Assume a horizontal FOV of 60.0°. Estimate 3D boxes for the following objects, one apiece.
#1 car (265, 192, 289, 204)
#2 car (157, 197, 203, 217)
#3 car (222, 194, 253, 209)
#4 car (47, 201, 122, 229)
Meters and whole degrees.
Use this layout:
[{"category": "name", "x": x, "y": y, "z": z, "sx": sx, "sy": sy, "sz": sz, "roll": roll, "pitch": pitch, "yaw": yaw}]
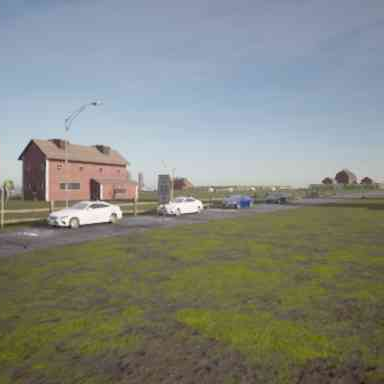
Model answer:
[{"category": "car", "x": 11.348, "y": 0.816, "z": 44.314, "sx": 1.837, "sy": 1.490, "sz": 4.892, "roll": 1, "pitch": 3, "yaw": 36}, {"category": "car", "x": -0.882, "y": 1.153, "z": 27.521, "sx": 1.812, "sy": 1.442, "sz": 4.674, "roll": 1, "pitch": 1, "yaw": 36}, {"category": "car", "x": 4.968, "y": 1.005, "z": 35.584, "sx": 1.812, "sy": 1.442, "sz": 4.674, "roll": 1, "pitch": 1, "yaw": 36}, {"category": "car", "x": -6.290, "y": 1.288, "z": 20.006, "sx": 1.812, "sy": 1.442, "sz": 4.674, "roll": 1, "pitch": 1, "yaw": 35}]
